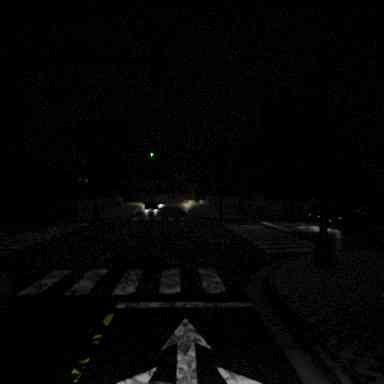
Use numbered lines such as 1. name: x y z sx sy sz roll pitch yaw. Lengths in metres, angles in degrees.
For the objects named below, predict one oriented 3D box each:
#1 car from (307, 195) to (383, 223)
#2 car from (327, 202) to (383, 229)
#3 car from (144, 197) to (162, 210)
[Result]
1. car: 11.363 1.274 24.252 5.566 2.045 2.150 0 -1 0
2. car: 11.032 1.544 20.990 4.674 1.442 1.812 0 -1 -1
3. car: -5.698 1.735 46.936 2.033 1.411 5.357 0 0 -4
